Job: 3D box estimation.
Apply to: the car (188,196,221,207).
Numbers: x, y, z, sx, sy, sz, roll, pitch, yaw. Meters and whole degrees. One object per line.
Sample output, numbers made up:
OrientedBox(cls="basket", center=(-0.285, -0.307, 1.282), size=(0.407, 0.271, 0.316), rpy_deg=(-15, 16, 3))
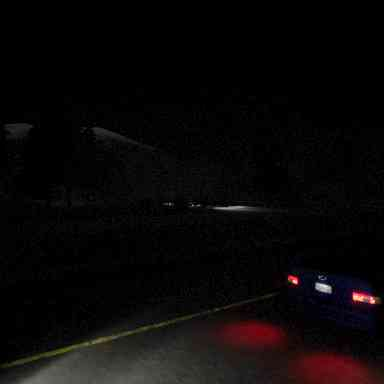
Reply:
OrientedBox(cls="car", center=(1.840, 1.491, 51.322), size=(2.128, 1.511, 4.902), rpy_deg=(0, 0, -27))

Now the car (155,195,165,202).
OrientedBox(cls="car", center=(-7.617, 1.540, 79.327), size=(2.033, 1.411, 5.357), rpy_deg=(0, 0, -10))

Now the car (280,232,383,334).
OrientedBox(cls="car", center=(4.099, 1.547, 6.659), size=(5.357, 1.411, 2.033), rpy_deg=(0, 0, -35))

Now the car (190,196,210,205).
OrientedBox(cls="car", center=(1.380, 1.526, 60.451), size=(1.812, 1.442, 4.674), rpy_deg=(0, 0, -22))

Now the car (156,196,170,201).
OrientedBox(cls="car", center=(-5.290, 1.492, 68.690), size=(2.128, 1.511, 4.902), rpy_deg=(0, 0, -17))

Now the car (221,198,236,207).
OrientedBox(cls="car", center=(5.148, 1.564, 52.574), size=(1.994, 1.385, 4.181), rpy_deg=(0, 0, -29))

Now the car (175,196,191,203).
OrientedBox(cls="car", center=(-1.886, 1.547, 69.458), size=(2.033, 1.411, 5.357), rpy_deg=(0, 0, -18))

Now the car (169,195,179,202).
OrientedBox(cls="car", center=(-4.504, 1.525, 82.087), size=(2.128, 1.511, 4.902), rpy_deg=(0, 0, -7))

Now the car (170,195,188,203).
OrientedBox(cls="car", center=(-1.957, 1.564, 59.387), size=(1.994, 1.385, 4.181), rpy_deg=(0, 0, -21))
